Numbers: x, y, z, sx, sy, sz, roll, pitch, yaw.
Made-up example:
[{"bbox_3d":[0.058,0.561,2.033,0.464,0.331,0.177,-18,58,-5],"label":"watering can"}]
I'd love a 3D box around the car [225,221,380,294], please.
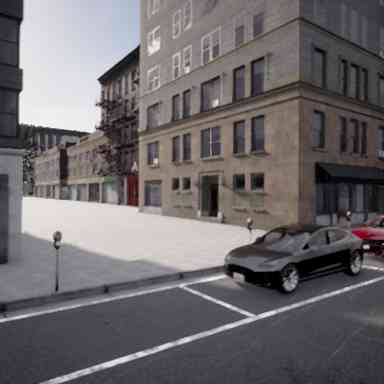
[{"bbox_3d":[2.837,1.552,8.788,4.313,1.339,1.947,0,1,-36],"label":"car"}]

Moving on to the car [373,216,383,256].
[{"bbox_3d":[7.453,1.520,12.085,4.507,1.381,1.887,0,1,-36],"label":"car"}]
